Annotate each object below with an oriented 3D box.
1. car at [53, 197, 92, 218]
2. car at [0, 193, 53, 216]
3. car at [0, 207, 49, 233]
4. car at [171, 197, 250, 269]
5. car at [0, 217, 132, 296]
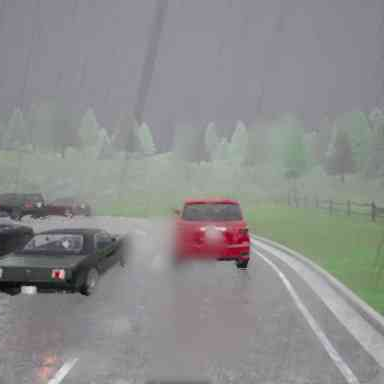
[{"bbox_3d":[-10.529,1.215,27.457,4.553,1.767,2.097,0,0,29],"label":"car"},{"bbox_3d":[-13.789,1.089,25.300,5.566,2.045,2.150,0,0,18],"label":"car"},{"bbox_3d":[-6.508,1.438,10.011,2.128,1.511,4.902,0,0,0],"label":"car"},{"bbox_3d":[0.473,1.174,11.132,2.150,2.045,5.566,0,0,-1],"label":"car"},{"bbox_3d":[-2.936,1.559,8.506,1.895,1.301,4.718,0,0,4],"label":"car"}]
